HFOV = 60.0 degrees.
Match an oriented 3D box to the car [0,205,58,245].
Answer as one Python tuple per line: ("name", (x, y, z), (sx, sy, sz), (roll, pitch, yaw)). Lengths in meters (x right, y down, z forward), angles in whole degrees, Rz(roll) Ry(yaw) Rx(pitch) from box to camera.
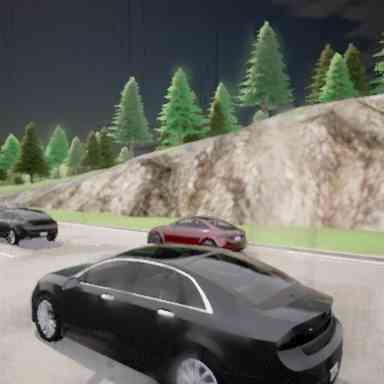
("car", (-8.216, 1.564, 15.923), (4.892, 1.490, 1.837), (0, 0, 41))

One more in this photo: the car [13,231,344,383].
("car", (-0.485, 1.536, 4.827), (4.892, 1.490, 1.837), (0, 0, 38))

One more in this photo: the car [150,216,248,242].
("car", (0.128, 1.653, 13.338), (4.181, 1.385, 1.994), (0, 0, 40))

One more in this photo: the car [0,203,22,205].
("car", (-14.466, 1.581, 26.073), (4.902, 1.511, 2.128), (0, 0, 41))
